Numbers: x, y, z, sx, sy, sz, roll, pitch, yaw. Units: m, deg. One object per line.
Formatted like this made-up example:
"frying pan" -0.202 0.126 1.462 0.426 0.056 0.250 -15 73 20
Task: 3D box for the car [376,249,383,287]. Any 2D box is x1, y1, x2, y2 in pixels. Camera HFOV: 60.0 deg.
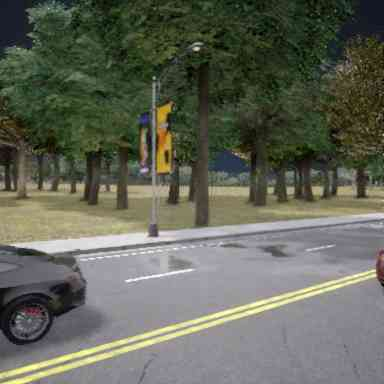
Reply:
"car" 6.086 1.502 7.780 4.674 1.442 1.812 0 0 -36

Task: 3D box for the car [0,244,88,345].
"car" -3.950 1.528 4.859 4.674 1.442 1.812 0 0 -36
